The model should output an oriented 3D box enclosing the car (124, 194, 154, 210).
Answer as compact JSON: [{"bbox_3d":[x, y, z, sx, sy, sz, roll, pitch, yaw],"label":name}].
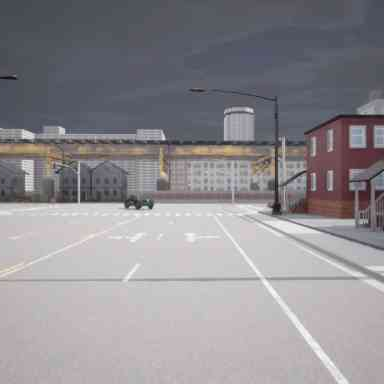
[{"bbox_3d":[-7.004,1.221,43.846,2.150,2.045,5.566,0,0,-35],"label":"car"}]

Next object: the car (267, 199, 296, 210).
[{"bbox_3d":[11.977,1.547,40.915,5.357,1.411,2.033,0,0,4],"label":"car"}]
